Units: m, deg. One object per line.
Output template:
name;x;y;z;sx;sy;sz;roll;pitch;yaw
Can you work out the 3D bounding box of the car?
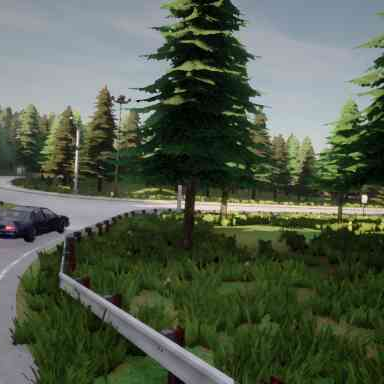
car;-7.602;1.372;15.585;2.033;1.411;5.357;4;1;3
